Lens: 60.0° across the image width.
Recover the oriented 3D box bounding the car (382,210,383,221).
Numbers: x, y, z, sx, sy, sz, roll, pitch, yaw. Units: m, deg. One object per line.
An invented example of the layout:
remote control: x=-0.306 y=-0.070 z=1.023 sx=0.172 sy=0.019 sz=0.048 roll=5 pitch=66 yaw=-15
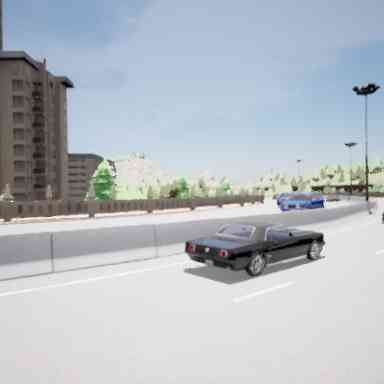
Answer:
car: x=14.525 y=1.310 z=22.912 sx=2.128 sy=1.511 sz=4.902 roll=-1 pitch=0 yaw=40

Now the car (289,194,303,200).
car: x=26.293 y=1.297 z=84.198 sx=1.837 sy=1.490 sz=4.892 roll=-1 pitch=0 yaw=1

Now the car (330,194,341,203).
car: x=27.208 y=1.211 z=63.787 sx=1.882 sy=1.535 sz=5.008 roll=-1 pitch=0 yaw=16

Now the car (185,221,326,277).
car: x=2.140 y=1.552 z=10.163 sx=4.718 sy=1.301 sz=1.895 roll=-1 pitch=0 yaw=-40

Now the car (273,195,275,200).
car: x=13.614 y=1.073 z=47.303 sx=2.150 sy=2.045 sz=5.566 roll=-1 pitch=0 yaw=27

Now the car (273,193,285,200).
car: x=22.777 y=1.164 z=87.295 sx=2.097 sy=1.767 sz=4.553 roll=-1 pitch=0 yaw=1

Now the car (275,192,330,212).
car: x=9.423 y=1.089 z=27.973 sx=2.150 sy=2.045 sz=5.566 roll=0 pitch=0 yaw=38

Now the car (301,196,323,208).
car: x=16.285 y=1.313 z=44.963 sx=2.128 sy=1.511 sz=4.902 roll=-1 pitch=0 yaw=27
